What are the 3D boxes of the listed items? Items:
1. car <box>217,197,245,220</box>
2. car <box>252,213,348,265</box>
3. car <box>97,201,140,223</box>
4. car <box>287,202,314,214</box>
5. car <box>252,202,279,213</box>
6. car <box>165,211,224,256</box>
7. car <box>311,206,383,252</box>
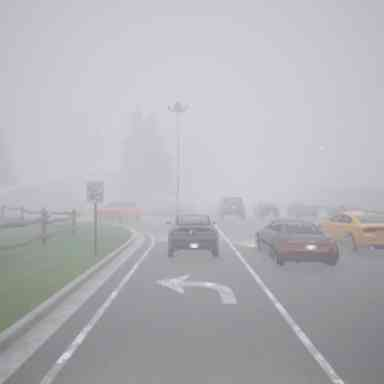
[{"bbox_3d":[3.592,1.459,31.202,2.150,2.045,5.566,0,0,0],"label":"car"},{"bbox_3d":[3.593,1.656,12.040,1.994,1.385,4.181,0,0,0],"label":"car"},{"bbox_3d":[-6.441,1.566,28.358,4.553,1.767,2.097,-1,-1,44],"label":"car"},{"bbox_3d":[10.592,1.736,32.108,2.128,1.511,4.902,0,0,0],"label":"car"},{"bbox_3d":[7.092,1.750,32.221,1.837,1.490,4.892,0,-1,0],"label":"car"},{"bbox_3d":[-0.008,1.605,13.531,1.837,1.490,4.892,0,-1,-2],"label":"car"},{"bbox_3d":[7.095,1.588,14.401,1.882,1.535,5.008,0,0,0],"label":"car"}]
